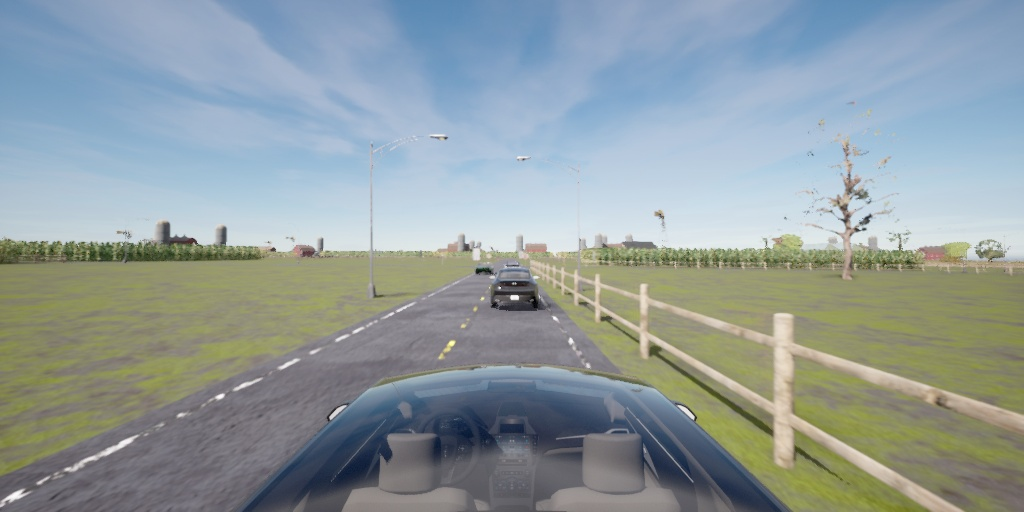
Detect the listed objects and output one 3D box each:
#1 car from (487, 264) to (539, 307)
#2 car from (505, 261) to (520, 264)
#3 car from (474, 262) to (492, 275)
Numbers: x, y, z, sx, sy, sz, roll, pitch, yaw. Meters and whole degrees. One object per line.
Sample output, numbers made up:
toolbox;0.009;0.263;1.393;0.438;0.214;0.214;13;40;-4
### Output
car;0.097;1.252;15.314;1.837;1.490;4.892;0;0;0
car;0.089;1.227;34.789;2.128;1.511;4.902;0;0;0
car;-2.850;1.333;37.650;1.895;1.301;4.718;0;0;0
